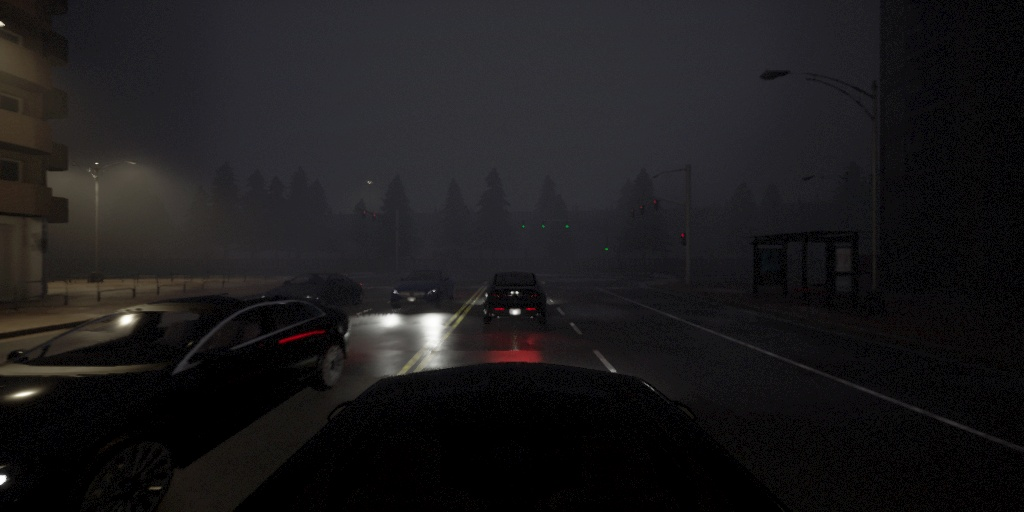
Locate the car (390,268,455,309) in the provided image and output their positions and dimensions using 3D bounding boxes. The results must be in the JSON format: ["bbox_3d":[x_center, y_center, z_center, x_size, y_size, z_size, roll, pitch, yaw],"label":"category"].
[{"bbox_3d":[-3.525,1.259,14.975,1.812,1.442,4.674,0,0,0],"label":"car"}]

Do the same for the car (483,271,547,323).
[{"bbox_3d":[0.088,1.241,11.990,1.837,1.490,4.892,0,0,0],"label":"car"}]

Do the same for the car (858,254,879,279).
[{"bbox_3d":[30.569,0.874,29.465,5.566,2.045,2.150,0,0,2],"label":"car"}]

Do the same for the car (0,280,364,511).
[{"bbox_3d":[-3.592,1.239,4.016,2.128,1.511,4.902,0,0,0],"label":"car"}]

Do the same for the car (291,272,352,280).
[{"bbox_3d":[-7.066,1.300,13.010,1.994,1.385,4.181,0,0,0],"label":"car"}]
